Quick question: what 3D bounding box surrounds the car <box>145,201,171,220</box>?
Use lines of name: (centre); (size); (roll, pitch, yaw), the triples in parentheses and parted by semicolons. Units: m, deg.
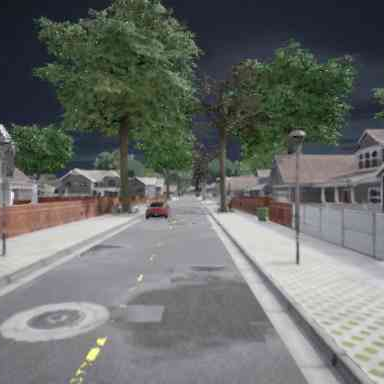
car: (-2.853, 1.527, 28.804); (1.882, 1.535, 5.008); (0, 0, 0)
